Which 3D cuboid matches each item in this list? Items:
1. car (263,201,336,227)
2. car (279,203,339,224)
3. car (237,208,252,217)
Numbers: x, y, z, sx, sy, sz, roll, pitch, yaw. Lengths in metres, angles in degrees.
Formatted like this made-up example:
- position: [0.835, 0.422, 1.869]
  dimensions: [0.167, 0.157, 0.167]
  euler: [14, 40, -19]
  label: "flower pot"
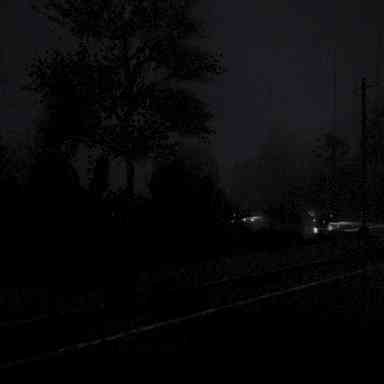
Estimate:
- position: [7.295, 1.426, 23.618]
  dimensions: [2.097, 1.767, 4.553]
  euler: [0, -1, -38]
  label: "car"
- position: [9.312, 1.651, 26.741]
  dimensions: [1.994, 1.385, 4.181]
  euler: [0, -1, -39]
  label: "car"
- position: [3.923, 1.769, 33.194]
  dimensions: [1.994, 1.385, 4.181]
  euler: [0, -1, -41]
  label: "car"
